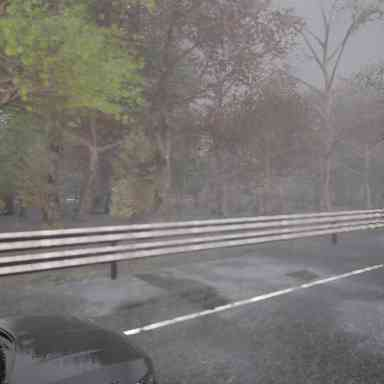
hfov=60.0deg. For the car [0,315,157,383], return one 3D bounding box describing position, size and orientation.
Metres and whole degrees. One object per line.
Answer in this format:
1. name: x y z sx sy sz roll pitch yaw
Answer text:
1. car: -2.514 1.505 1.955 4.892 1.490 1.837 0 0 -35
